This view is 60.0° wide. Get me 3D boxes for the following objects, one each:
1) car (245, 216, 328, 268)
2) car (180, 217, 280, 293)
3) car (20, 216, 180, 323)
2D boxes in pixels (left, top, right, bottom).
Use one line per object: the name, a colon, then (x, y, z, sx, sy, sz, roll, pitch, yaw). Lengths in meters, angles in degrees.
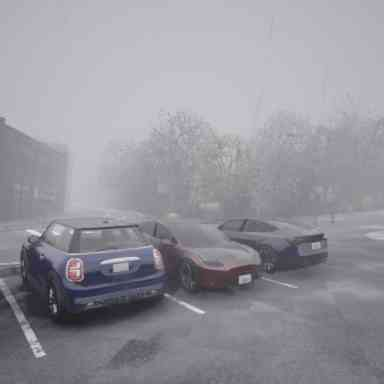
car: (2.008, 1.506, 10.912, 2.163, 1.488, 4.792, 0, 0, -35)
car: (-0.225, 1.510, 9.249, 2.163, 1.488, 4.792, 0, 0, -35)
car: (-2.493, 1.358, 7.630, 2.185, 1.767, 4.553, 0, 0, -35)
